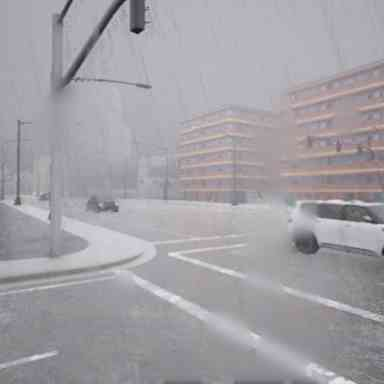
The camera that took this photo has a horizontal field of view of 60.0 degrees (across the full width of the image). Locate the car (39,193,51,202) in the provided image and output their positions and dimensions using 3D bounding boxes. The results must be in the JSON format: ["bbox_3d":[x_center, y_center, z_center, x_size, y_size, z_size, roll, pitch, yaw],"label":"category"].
[{"bbox_3d":[-23.727,0.873,54.718,1.812,1.442,4.674,1,1,-34],"label":"car"}]

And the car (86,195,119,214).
[{"bbox_3d":[-8.933,1.154,33.112,2.097,1.767,4.553,1,1,-34],"label":"car"}]

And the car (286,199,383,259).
[{"bbox_3d":[5.820,1.302,11.355,2.150,2.045,5.566,1,0,-32],"label":"car"}]
